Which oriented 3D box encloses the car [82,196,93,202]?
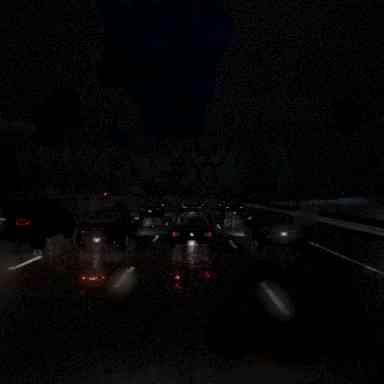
[{"bbox_3d":[-22.975,1.592,73.186,1.895,1.301,4.718,0,0,-10],"label":"car"}]

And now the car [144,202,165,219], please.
[{"bbox_3d":[-3.500,1.573,29.650,1.994,1.385,4.181,0,0,0],"label":"car"}]

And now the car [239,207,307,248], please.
[{"bbox_3d":[3.500,1.573,14.650,1.994,1.385,4.181,0,0,0],"label":"car"}]

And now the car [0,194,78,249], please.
[{"bbox_3d":[-7.000,1.258,14.680,2.150,2.045,5.566,0,0,0],"label":"car"}]

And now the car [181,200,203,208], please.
[{"bbox_3d":[0.000,1.495,29.650,2.128,1.511,4.902,0,0,0],"label":"car"}]

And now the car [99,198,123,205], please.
[{"bbox_3d":[-7.000,1.533,29.650,1.812,1.442,4.674,0,0,0],"label":"car"}]

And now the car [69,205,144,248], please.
[{"bbox_3d":[-3.500,1.517,14.650,1.837,1.490,4.892,0,0,0],"label":"car"}]

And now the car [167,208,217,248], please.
[{"bbox_3d":[0.000,1.616,14.680,1.895,1.301,4.718,0,0,0],"label":"car"}]

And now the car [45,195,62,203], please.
[{"bbox_3d":[-29.865,1.494,71.887,2.128,1.511,4.902,0,0,-8],"label":"car"}]

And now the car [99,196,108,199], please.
[{"bbox_3d":[-19.543,1.543,73.878,1.994,1.385,4.181,0,0,-10],"label":"car"}]

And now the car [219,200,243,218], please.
[{"bbox_3d":[3.500,1.495,29.650,2.128,1.511,4.902,0,0,0],"label":"car"}]
